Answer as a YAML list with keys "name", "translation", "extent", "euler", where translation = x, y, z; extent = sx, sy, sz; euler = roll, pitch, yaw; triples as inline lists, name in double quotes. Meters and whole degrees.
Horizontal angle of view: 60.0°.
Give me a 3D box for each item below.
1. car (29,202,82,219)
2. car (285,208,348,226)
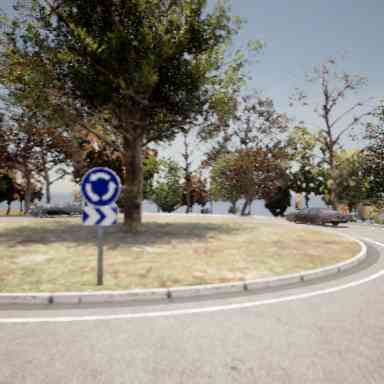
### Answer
- name: "car"
  translation: [-13.269, 1.760, 32.637]
  extent: [4.902, 1.511, 2.128]
  euler: [1, -1, -32]
- name: "car"
  translation: [10.110, 1.993, 27.463]
  extent: [2.033, 1.411, 5.357]
  euler: [1, -1, -27]
